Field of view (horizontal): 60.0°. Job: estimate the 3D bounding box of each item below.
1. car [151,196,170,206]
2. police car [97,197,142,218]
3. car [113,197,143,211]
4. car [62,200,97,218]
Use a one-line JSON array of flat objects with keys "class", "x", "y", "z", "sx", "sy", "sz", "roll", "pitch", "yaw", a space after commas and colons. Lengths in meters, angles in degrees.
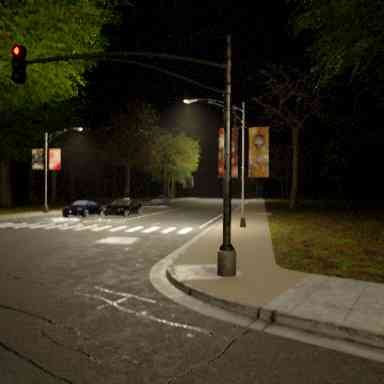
[{"class": "car", "x": -4.762, "y": 1.321, "z": 51.026, "sx": 1.812, "sy": 1.442, "sz": 4.674, "roll": 0, "pitch": 0, "yaw": 12}, {"class": "police car", "x": -5.987, "y": 1.311, "z": 29.146, "sx": 1.930, "sy": 1.638, "sz": 5.238, "roll": 0, "pitch": 0, "yaw": 12}, {"class": "car", "x": -7.367, "y": 1.359, "z": 38.765, "sx": 1.812, "sy": 1.442, "sz": 4.674, "roll": 0, "pitch": 0, "yaw": 12}, {"class": "car", "x": -9.439, "y": 1.429, "z": 28.920, "sx": 1.994, "sy": 1.385, "sz": 4.181, "roll": 0, "pitch": 0, "yaw": 13}]
